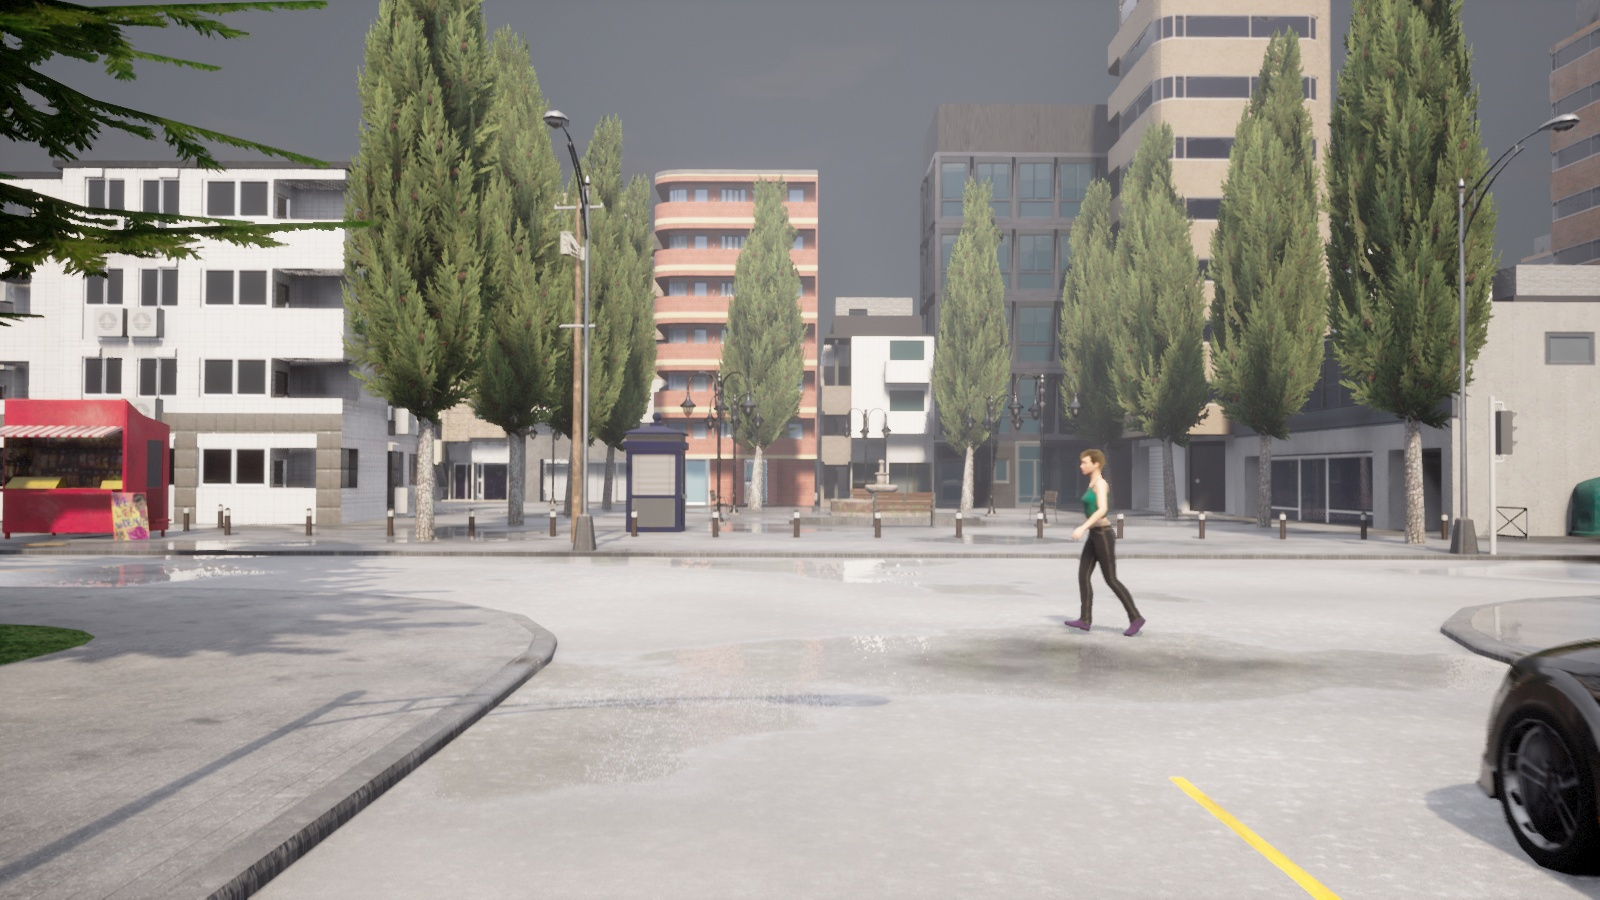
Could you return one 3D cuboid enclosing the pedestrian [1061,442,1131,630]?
[{"bbox_3d":[2.941,0.845,12.493,0.594,1.836,0.345,0,-1,0],"label":"pedestrian"}]

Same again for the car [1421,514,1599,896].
[{"bbox_3d":[3.993,0.953,3.917,1.994,1.385,4.181,0,-1,-1],"label":"car"}]
